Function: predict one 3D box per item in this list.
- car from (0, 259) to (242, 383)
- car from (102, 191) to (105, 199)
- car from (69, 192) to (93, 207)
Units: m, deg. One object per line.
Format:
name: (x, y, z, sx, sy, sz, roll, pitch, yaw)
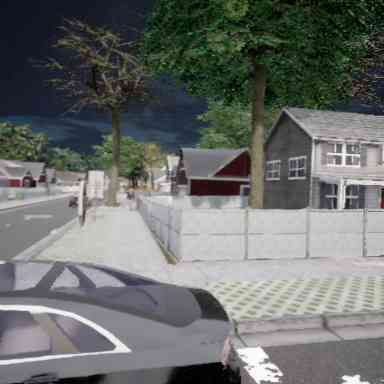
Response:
car: (-2.027, 1.390, 2.724, 4.902, 1.511, 2.128, 1, 1, -12)
car: (-15.904, 0.353, 56.866, 1.812, 1.442, 4.674, 2, 1, -11)
car: (-11.534, 0.777, 34.655, 1.812, 1.442, 4.674, 2, 1, -11)
